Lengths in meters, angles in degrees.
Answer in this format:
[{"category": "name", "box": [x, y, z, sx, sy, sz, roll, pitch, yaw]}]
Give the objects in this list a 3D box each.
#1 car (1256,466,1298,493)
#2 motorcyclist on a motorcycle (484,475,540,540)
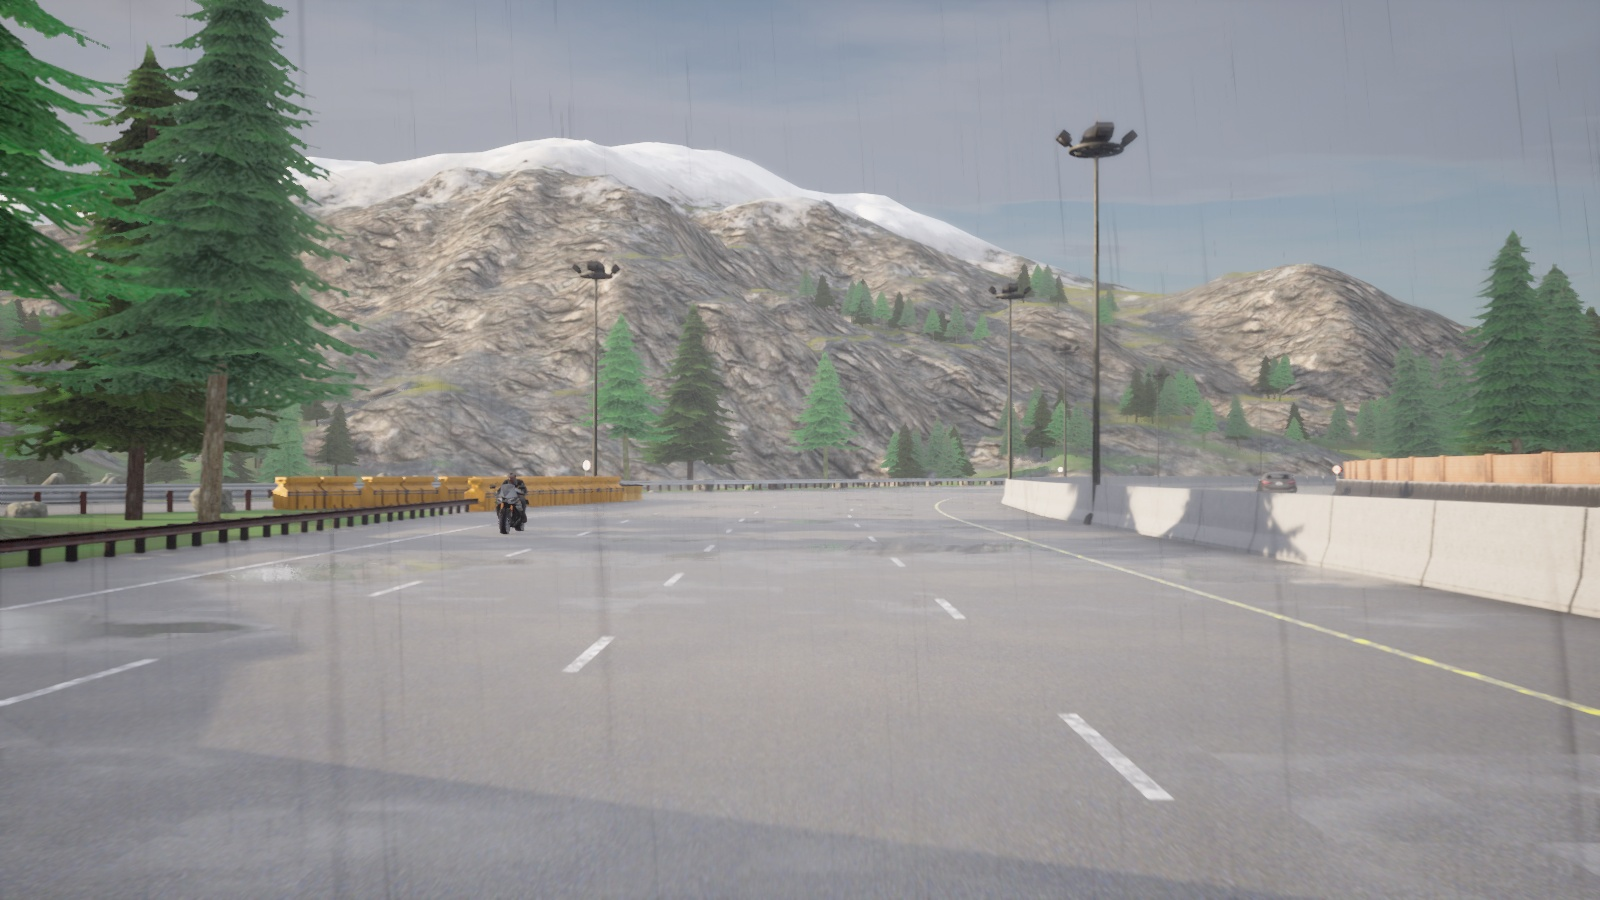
[{"category": "car", "box": [30.724, 1.891, 80.950, 2.242, 1.667, 4.611, -1, -1, 17]}, {"category": "motorcyclist on a motorcycle", "box": [-7.076, 1.396, 30.950, 0.866, 1.530, 2.191, 0, -1, 0]}]
